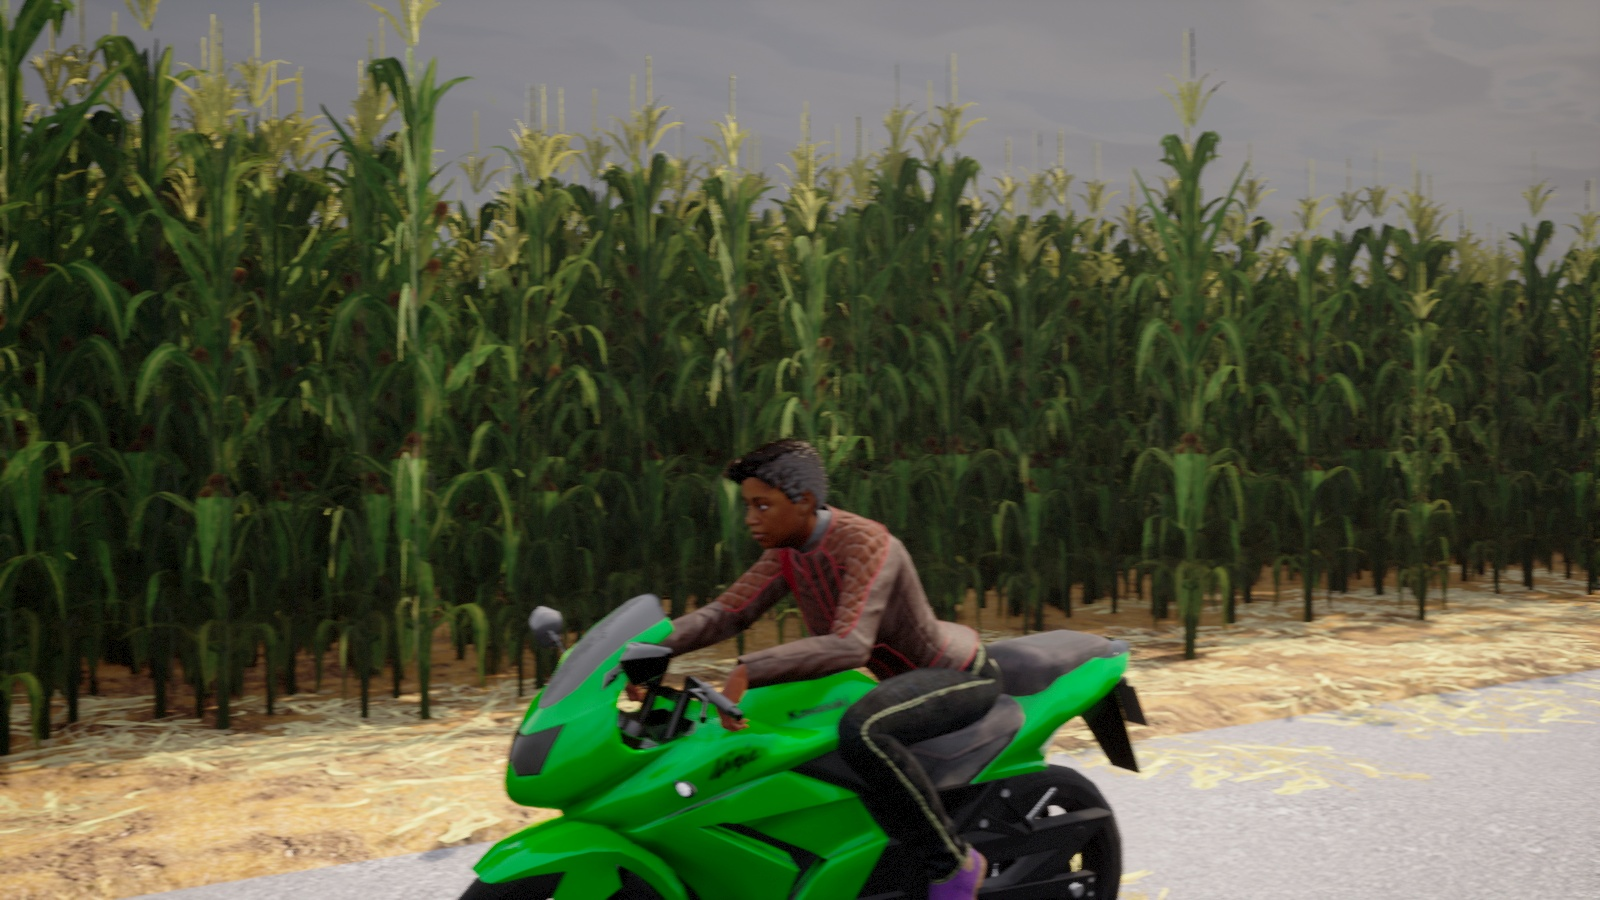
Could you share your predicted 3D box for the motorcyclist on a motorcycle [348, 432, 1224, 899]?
[{"bbox_3d":[0.024,0.730,3.114,2.044,1.523,0.797,0,0,-30],"label":"motorcyclist on a motorcycle"}]
